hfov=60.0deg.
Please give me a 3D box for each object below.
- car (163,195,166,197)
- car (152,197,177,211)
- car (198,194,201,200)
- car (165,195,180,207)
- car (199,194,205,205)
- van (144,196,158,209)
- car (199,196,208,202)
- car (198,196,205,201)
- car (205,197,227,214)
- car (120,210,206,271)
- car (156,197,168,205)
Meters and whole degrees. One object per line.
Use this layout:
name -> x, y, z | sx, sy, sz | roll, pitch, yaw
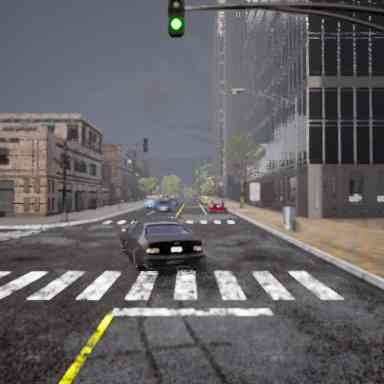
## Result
car -> -5.671, 1.700, 58.078 | 1.802, 1.307, 4.206 | 1, 0, 0
car -> -3.091, 1.602, 38.062 | 1.812, 1.442, 4.674 | 0, 0, 0
car -> 2.712, 1.666, 69.303 | 1.752, 1.417, 4.829 | 1, 0, 0
car -> -3.050, 1.638, 55.461 | 1.812, 1.442, 4.674 | 0, 0, 0
car -> 2.711, 1.655, 63.769 | 1.752, 1.417, 4.829 | 1, 0, 0
van -> -5.669, 1.437, 47.009 | 1.690, 1.788, 3.998 | 1, 0, 0
car -> 2.713, 1.708, 80.203 | 1.887, 1.381, 4.507 | 1, 0, 0
car -> 2.715, 1.712, 91.443 | 1.752, 1.417, 4.829 | 1, 0, 0
car -> 2.708, 1.512, 35.924 | 1.967, 1.590, 4.097 | 1, 0, 0
car -> -1.218, 1.570, 11.170 | 2.033, 1.411, 5.357 | 0, 0, -19
car -> -5.670, 1.696, 63.612 | 1.947, 1.339, 4.313 | 1, 0, 0
